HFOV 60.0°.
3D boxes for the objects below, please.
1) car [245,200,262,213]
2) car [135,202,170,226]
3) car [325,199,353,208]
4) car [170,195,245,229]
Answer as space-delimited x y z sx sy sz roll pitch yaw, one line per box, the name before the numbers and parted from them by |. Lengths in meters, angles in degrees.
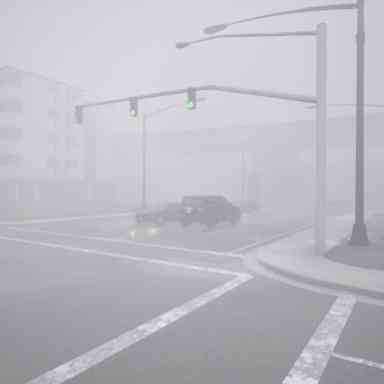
car | 6.067 1.534 36.585 2.033 1.411 5.357 0 0 31
car | -1.965 1.464 23.635 1.882 1.535 5.008 0 0 32
car | 21.567 1.632 49.714 4.718 1.301 1.895 0 0 -17
car | 1.238 1.239 21.974 2.150 2.045 5.566 0 0 32
